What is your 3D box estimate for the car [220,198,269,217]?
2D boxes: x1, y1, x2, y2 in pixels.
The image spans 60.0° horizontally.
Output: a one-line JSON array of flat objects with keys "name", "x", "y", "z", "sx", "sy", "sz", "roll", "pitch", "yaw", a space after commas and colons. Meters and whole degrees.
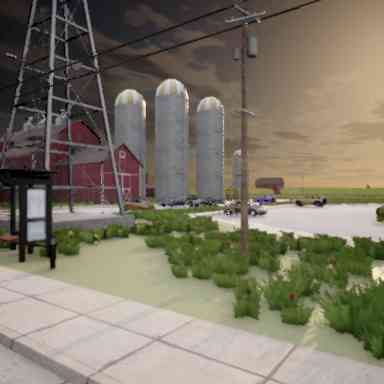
[{"name": "car", "x": 5.008, "y": 1.513, "z": 31.374, "sx": 3.905, "sy": 1.438, "sz": 1.784, "roll": 0, "pitch": 0, "yaw": 35}]

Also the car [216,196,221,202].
[{"name": "car", "x": 4.314, "y": 1.488, "z": 61.152, "sx": 1.837, "sy": 1.490, "sz": 4.892, "roll": 0, "pitch": 0, "yaw": 35}]

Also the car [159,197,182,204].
[{"name": "car", "x": -2.796, "y": 1.531, "z": 50.765, "sx": 2.033, "sy": 1.411, "sz": 5.357, "roll": 0, "pitch": 0, "yaw": 35}]

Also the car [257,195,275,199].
[{"name": "car", "x": 14.827, "y": 1.465, "z": 69.003, "sx": 4.611, "sy": 1.667, "sz": 2.242, "roll": 0, "pitch": 0, "yaw": 35}]

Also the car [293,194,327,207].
[{"name": "car", "x": 17.701, "y": 1.302, "z": 49.928, "sx": 4.605, "sy": 1.855, "sz": 1.932, "roll": 0, "pitch": 0, "yaw": 35}]

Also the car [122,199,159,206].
[{"name": "car", "x": -6.233, "y": 1.492, "z": 37.743, "sx": 4.193, "sy": 1.474, "sz": 1.816, "roll": 0, "pitch": 0, "yaw": 35}]

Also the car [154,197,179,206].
[{"name": "car", "x": -4.155, "y": 1.546, "z": 55.092, "sx": 1.994, "sy": 1.385, "sz": 4.181, "roll": 0, "pitch": 0, "yaw": 35}]

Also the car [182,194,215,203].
[{"name": "car", "x": 1.001, "y": 1.298, "z": 49.134, "sx": 3.866, "sy": 1.878, "sz": 1.905, "roll": 0, "pitch": 0, "yaw": 35}]
